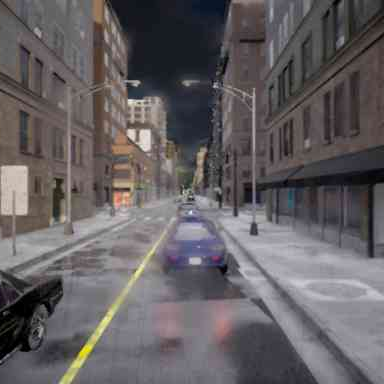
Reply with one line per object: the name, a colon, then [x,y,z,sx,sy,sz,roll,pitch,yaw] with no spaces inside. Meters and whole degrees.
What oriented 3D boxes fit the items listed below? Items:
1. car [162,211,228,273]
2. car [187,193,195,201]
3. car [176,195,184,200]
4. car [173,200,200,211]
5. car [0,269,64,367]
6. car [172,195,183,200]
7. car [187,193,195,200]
car: [0.077,1.559,10.620,1.812,1.442,4.674,0,0,0]
car: [-0.233,1.324,94.302,2.150,2.045,5.566,0,0,0]
car: [-3.218,1.417,88.844,1.812,1.442,4.674,0,0,0]
car: [-0.351,1.627,27.276,2.033,1.411,5.357,0,0,-6]
car: [-3.106,1.613,3.446,1.895,1.301,4.718,0,0,0]
car: [-3.178,1.706,72.400,2.128,1.511,4.902,0,0,0]
car: [-0.206,1.673,83.852,1.882,1.535,5.008,0,0,0]
